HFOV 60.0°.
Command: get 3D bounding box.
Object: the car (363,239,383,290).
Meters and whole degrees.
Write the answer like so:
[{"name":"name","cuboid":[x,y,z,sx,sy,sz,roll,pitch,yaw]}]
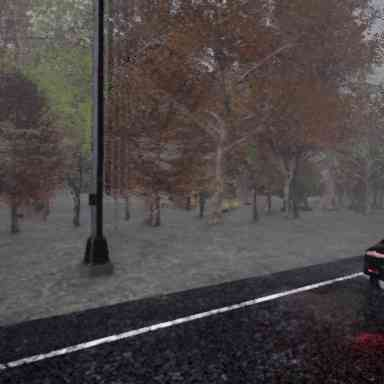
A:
[{"name":"car","cuboid":[6.085,1.569,8.087,4.902,1.511,2.128,1,0,-35]}]
